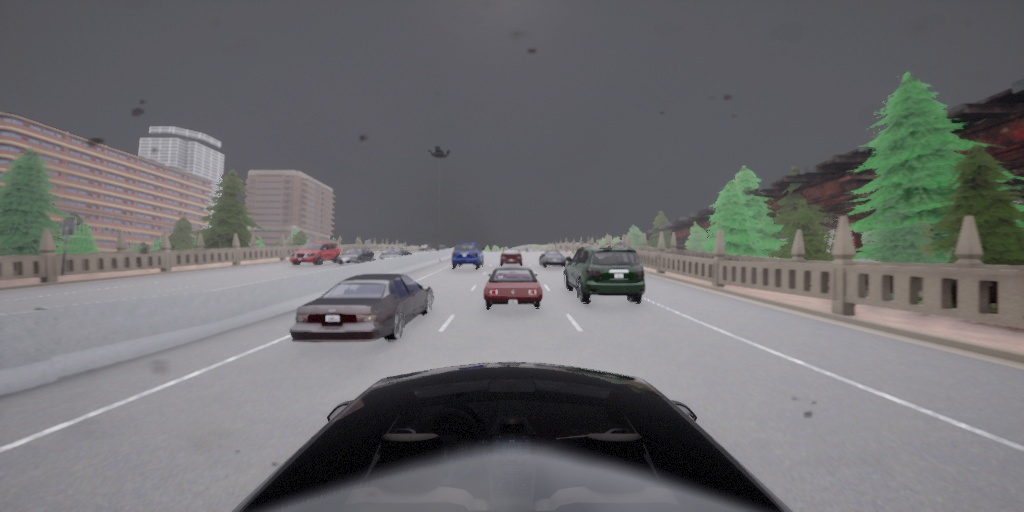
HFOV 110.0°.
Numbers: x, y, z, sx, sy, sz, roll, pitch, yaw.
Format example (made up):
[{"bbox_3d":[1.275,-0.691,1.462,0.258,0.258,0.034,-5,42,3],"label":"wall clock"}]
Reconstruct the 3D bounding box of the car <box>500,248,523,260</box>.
[{"bbox_3d":[-0.064,0.067,31.838,1.882,1.535,5.008,0,3,0],"label":"car"}]

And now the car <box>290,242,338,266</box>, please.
[{"bbox_3d":[-17.761,-0.214,32.739,2.150,2.045,5.566,0,3,0],"label":"car"}]

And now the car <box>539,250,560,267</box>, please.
[{"bbox_3d":[3.439,0.194,30.896,1.994,1.385,4.181,0,3,0],"label":"car"}]

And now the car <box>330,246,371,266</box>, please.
[{"bbox_3d":[-14.261,0.040,33.021,2.128,1.511,4.902,0,3,0],"label":"car"}]

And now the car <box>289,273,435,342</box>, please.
[{"bbox_3d":[-3.462,1.163,9.423,2.033,1.411,5.357,0,2,0],"label":"car"}]

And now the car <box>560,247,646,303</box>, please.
[{"bbox_3d":[3.528,0.618,14.537,2.150,2.045,5.566,0,3,0],"label":"car"}]

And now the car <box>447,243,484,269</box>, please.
[{"bbox_3d":[-3.554,-0.072,29.417,2.150,2.045,5.566,0,3,0],"label":"car"}]

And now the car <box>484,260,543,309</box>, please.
[{"bbox_3d":[0.031,1.052,13.405,1.895,1.301,4.718,0,3,0],"label":"car"}]

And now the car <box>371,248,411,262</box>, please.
[{"bbox_3d":[-10.762,0.032,33.109,2.128,1.511,4.902,0,3,0],"label":"car"}]
